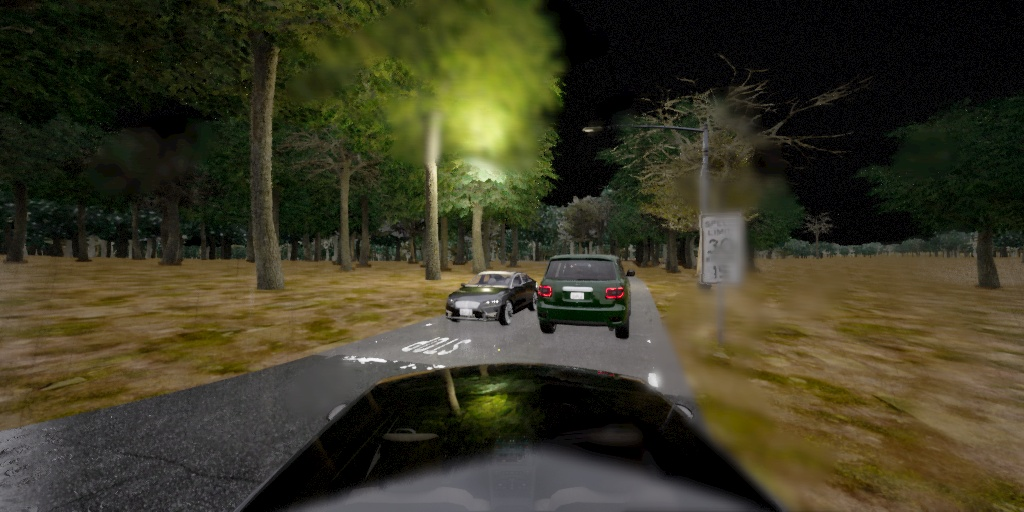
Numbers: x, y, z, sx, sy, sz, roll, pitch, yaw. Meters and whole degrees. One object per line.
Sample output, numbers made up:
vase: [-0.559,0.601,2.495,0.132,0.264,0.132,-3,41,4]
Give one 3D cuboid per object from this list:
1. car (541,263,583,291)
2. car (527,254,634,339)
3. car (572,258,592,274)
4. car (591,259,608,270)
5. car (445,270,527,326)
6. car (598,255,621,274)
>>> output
car: [3.376,1.246,23.448,1.882,1.535,5.008,0,0,18]
car: [2.312,0.976,10.464,2.150,2.045,5.566,0,0,19]
car: [8.111,1.085,41.382,2.097,1.767,4.553,0,0,11]
car: [12.819,1.185,52.697,1.812,1.442,4.674,-1,1,6]
car: [-0.452,1.254,12.026,2.128,1.511,4.902,0,0,19]
car: [11.404,0.945,42.291,2.150,2.045,5.566,0,0,11]
